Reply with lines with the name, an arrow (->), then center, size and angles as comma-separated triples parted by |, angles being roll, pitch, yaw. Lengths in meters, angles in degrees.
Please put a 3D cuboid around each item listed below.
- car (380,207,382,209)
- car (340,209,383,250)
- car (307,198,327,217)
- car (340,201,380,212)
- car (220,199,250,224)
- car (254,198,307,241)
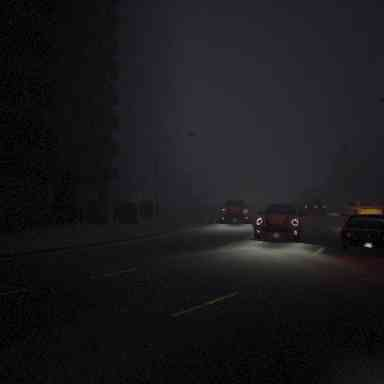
car -> 12.818, 1.523, 19.380 | 1.812, 1.442, 4.674 | 0, 0, 14
car -> 7.306, 1.599, 13.847 | 1.895, 1.301, 4.718 | 0, 0, 27
car -> 10.986, 1.348, 31.315 | 2.097, 1.767, 4.553 | 0, 0, 4
car -> 14.332, 1.473, 28.440 | 1.882, 1.535, 5.008 | 0, 0, 5
car -> 3.229, 1.349, 24.905 | 2.097, 1.767, 4.553 | 0, 0, 8
car -> 4.521, 1.350, 16.840 | 2.097, 1.767, 4.553 | 0, 0, 21
